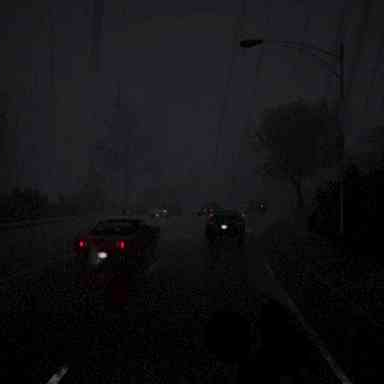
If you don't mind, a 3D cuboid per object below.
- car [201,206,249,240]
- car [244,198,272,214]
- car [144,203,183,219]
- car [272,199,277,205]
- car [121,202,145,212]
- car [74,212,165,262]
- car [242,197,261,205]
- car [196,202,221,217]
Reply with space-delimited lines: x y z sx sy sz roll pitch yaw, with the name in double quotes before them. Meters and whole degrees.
"car" 1.890 1.668 17.968 1.994 1.385 4.181 0 0 10
"car" 7.683 1.589 38.790 2.097 1.767 4.553 0 0 20
"car" -2.435 1.757 31.360 1.895 1.301 4.718 0 0 17
"car" 15.907 1.966 68.774 1.994 1.385 4.181 0 0 36
"car" -5.464 1.717 33.293 1.994 1.385 4.181 0 0 17
"car" -2.503 1.662 12.469 1.895 1.301 4.718 0 0 6
"car" 12.657 1.923 70.263 2.128 1.511 4.902 0 0 36
"car" 1.954 1.730 33.210 2.033 1.411 5.357 0 0 18
